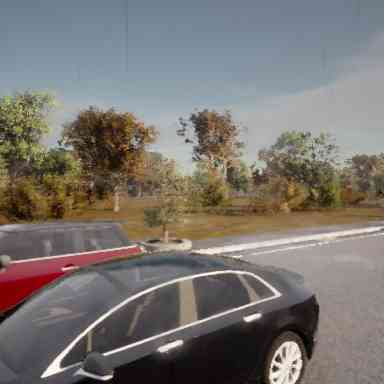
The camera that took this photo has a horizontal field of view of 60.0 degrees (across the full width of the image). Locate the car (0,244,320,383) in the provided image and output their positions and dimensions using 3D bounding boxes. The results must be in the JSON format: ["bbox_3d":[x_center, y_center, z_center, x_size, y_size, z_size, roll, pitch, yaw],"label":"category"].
[{"bbox_3d":[-0.634,1.499,3.525,4.892,1.490,1.837,-1,0,-35],"label":"car"}]

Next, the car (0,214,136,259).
[{"bbox_3d":[-3.063,1.349,6.093,4.553,1.767,2.097,0,0,-35],"label":"car"}]
